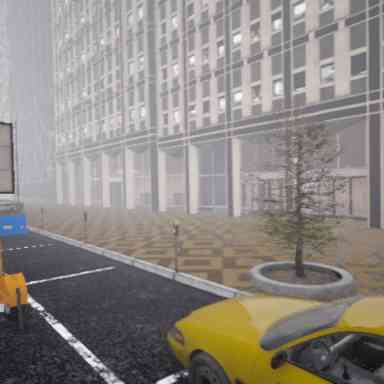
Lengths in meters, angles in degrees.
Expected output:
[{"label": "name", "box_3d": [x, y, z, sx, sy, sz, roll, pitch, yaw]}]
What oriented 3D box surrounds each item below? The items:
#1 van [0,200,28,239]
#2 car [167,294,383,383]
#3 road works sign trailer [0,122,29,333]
[{"label": "van", "box_3d": [-9.031, 1.277, 15.632, 1.690, 1.788, 3.998, -3, 2, -39]}, {"label": "car", "box_3d": [1.645, 1.425, 2.555, 1.752, 1.417, 4.829, -3, 2, -39]}, {"label": "road works sign trailer", "box_3d": [-4.397, 0.461, 5.699, 2.380, 3.560, 2.880, -2, 1, -39]}]
